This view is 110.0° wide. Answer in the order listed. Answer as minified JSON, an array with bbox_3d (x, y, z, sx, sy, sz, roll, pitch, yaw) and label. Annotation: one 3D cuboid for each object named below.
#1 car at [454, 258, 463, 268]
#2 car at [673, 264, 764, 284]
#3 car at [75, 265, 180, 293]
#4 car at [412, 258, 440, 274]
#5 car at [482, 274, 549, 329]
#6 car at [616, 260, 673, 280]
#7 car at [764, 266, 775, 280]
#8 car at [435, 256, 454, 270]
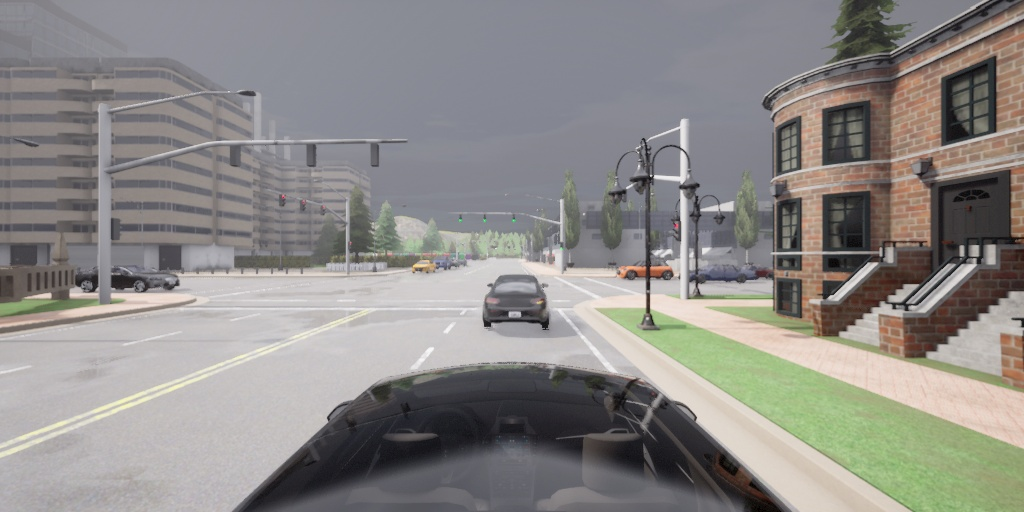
[{"bbox_3d":[-10.513,1.451,64.010,1.895,1.301,4.718,0,0,1],"label":"car"},{"bbox_3d":[15.638,1.338,27.340,5.357,1.411,2.033,0,0,-1],"label":"car"},{"bbox_3d":[-21.898,1.272,20.527,4.902,1.511,2.128,0,0,0],"label":"car"},{"bbox_3d":[-10.623,1.295,43.584,1.882,1.535,5.008,0,0,2],"label":"car"},{"bbox_3d":[0.172,1.291,11.250,1.812,1.442,4.674,0,0,2],"label":"car"},{"bbox_3d":[11.336,1.148,30.835,4.553,1.767,2.097,0,0,-1],"label":"car"},{"bbox_3d":[20.328,1.397,30.964,4.718,1.301,1.895,0,0,-2],"label":"car"},{"bbox_3d":[-10.556,1.055,53.711,2.150,2.045,5.566,0,0,0],"label":"car"}]
